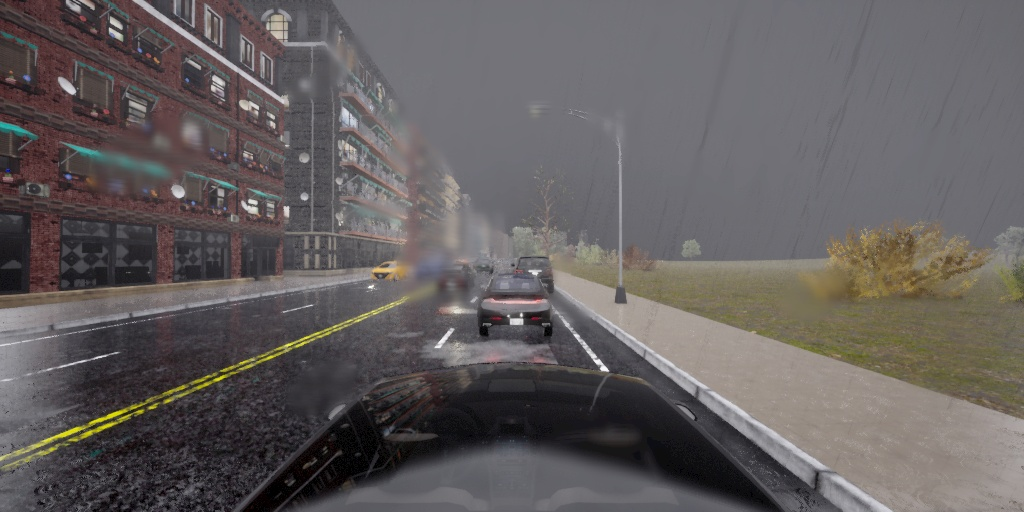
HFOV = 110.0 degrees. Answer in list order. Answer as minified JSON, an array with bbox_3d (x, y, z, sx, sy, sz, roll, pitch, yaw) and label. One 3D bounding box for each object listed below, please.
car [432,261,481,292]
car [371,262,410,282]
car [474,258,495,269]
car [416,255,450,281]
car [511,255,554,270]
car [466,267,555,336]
[{"bbox_3d":[-3.156,1.257,21.175,1.837,1.490,4.892,0,0,0],"label":"car"},{"bbox_3d":[-9.860,1.230,29.376,1.882,1.535,5.008,0,0,0],"label":"car"},{"bbox_3d":[-3.161,1.104,41.864,2.097,1.767,4.553,0,0,0],"label":"car"},{"bbox_3d":[-6.610,0.973,30.867,2.150,2.045,5.566,0,0,0],"label":"car"},{"bbox_3d":[1.132,0.977,20.236,2.150,2.045,5.566,0,0,0],"label":"car"},{"bbox_3d":[0.098,1.243,10.366,2.128,1.511,4.902,0,0,0],"label":"car"}]
